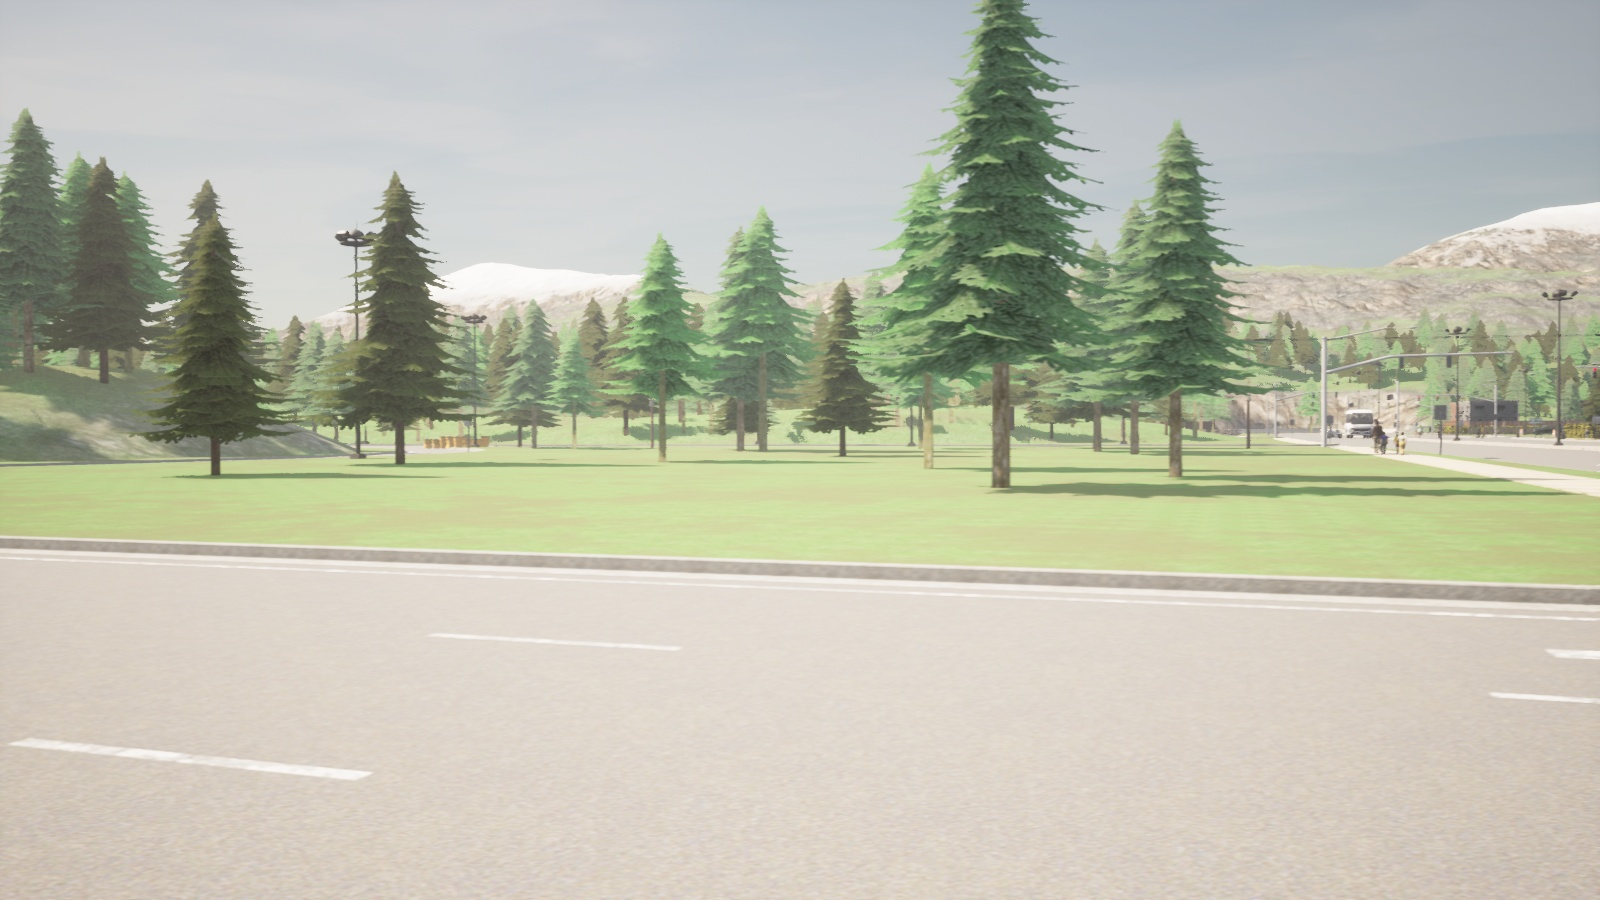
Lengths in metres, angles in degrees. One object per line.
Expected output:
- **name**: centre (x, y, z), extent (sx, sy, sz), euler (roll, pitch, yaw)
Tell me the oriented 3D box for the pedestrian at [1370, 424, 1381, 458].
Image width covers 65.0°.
- **pedestrian**: centre (31.410, -0.515, 68.568), extent (0.431, 1.840, 0.703), euler (1, 1, 18)
